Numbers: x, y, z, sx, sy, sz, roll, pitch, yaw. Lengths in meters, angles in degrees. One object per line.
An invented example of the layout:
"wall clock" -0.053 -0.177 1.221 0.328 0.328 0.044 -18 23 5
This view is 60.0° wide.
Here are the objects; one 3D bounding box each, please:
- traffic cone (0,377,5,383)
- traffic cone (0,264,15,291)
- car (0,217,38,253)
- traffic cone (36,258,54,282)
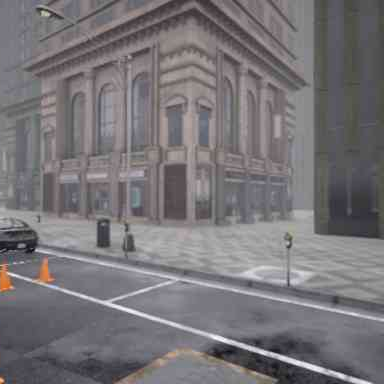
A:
"traffic cone" -2.474 1.987 3.959 0.340 0.580 0.340 0 -1 37
"traffic cone" -4.475 2.017 7.959 0.340 0.580 0.340 0 -1 37
"car" -7.674 1.645 12.924 4.403 1.369 2.008 0 -1 37
"traffic cone" -3.875 2.030 8.759 0.340 0.580 0.340 0 -1 37
